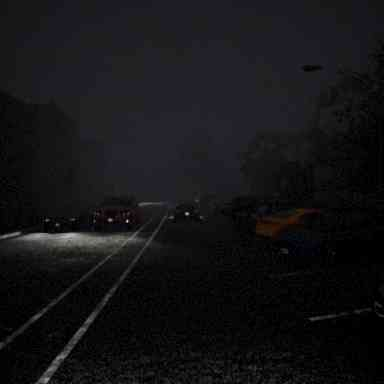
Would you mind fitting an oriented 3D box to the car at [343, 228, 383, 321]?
[{"bbox_3d":[5.301,1.476,5.474,4.892,1.521,2.231,1,0,-21],"label":"car"}]

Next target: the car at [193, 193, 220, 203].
[{"bbox_3d":[2.672,1.086,61.885,4.553,1.767,2.185,0,2,-25],"label":"car"}]

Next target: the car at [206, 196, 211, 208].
[{"bbox_3d":[4.599,1.463,35.249,5.366,1.575,1.946,1,0,-23],"label":"car"}]

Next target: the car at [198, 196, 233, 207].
[{"bbox_3d":[3.582,1.448,50.030,4.792,1.488,2.163,0,0,-24],"label":"car"}]

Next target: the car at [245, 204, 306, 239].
[{"bbox_3d":[5.150,1.463,14.392,5.008,1.535,2.097,1,0,-21],"label":"car"}]

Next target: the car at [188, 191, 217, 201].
[{"bbox_3d":[2.142,0.814,67.804,5.566,2.045,2.435,0,1,-25],"label":"car"}]

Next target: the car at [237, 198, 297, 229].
[{"bbox_3d":[5.057,1.335,17.355,4.553,1.767,2.185,1,0,-22],"label":"car"}]

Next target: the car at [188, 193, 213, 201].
[{"bbox_3d":[1.829,0.992,70.754,4.892,1.521,2.231,0,1,-26],"label":"car"}]

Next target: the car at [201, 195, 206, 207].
[{"bbox_3d":[4.111,1.466,41.110,5.008,1.535,2.097,1,0,-23],"label":"car"}]

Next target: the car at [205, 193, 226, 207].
[{"bbox_3d":[4.308,1.340,38.149,4.553,1.767,2.185,1,0,-23],"label":"car"}]

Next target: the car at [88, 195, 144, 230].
[{"bbox_3d":[-4.610,1.202,21.188,2.150,2.045,5.566,0,0,-2],"label":"car"}]

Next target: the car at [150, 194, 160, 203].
[{"bbox_3d":[-7.018,1.188,63.126,1.837,1.490,4.892,0,2,-4],"label":"car"}]

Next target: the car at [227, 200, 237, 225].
[{"bbox_3d":[5.016,1.460,20.327,5.008,1.535,2.097,1,0,-22],"label":"car"}]

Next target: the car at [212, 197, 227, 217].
[{"bbox_3d":[4.704,1.462,29.234,5.008,1.535,2.097,1,0,-23],"label":"car"}]

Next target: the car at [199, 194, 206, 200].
[{"bbox_3d":[3.950,1.461,44.075,4.892,1.521,2.231,1,1,-24],"label":"car"}]

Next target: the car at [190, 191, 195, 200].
[{"bbox_3d":[3.103,1.084,55.927,5.566,2.045,2.435,0,1,-25],"label":"car"}]

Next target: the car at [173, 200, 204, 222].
[{"bbox_3d":[-0.428,1.541,25.896,1.994,1.385,4.181,0,0,-2],"label":"car"}]

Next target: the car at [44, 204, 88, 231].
[{"bbox_3d":[-7.392,1.508,20.425,1.812,1.442,4.674,0,0,-2],"label":"car"}]

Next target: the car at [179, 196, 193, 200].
[{"bbox_3d":[-1.219,1.583,42.461,1.895,1.301,4.718,0,0,-3],"label":"car"}]

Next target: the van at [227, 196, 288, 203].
[{"bbox_3d":[5.026,1.236,23.350,4.442,1.987,1.878,1,0,-22],"label":"van"}]

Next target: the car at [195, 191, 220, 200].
[{"bbox_3d":[3.783,1.193,47.060,5.566,2.045,2.435,1,0,-24],"label":"car"}]

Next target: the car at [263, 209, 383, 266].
[{"bbox_3d":[5.184,1.496,11.408,4.792,1.488,2.163,1,0,-21],"label":"car"}]

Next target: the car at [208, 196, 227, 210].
[{"bbox_3d":[4.560,1.463,32.209,5.008,1.535,2.097,1,0,-23],"label":"car"}]
